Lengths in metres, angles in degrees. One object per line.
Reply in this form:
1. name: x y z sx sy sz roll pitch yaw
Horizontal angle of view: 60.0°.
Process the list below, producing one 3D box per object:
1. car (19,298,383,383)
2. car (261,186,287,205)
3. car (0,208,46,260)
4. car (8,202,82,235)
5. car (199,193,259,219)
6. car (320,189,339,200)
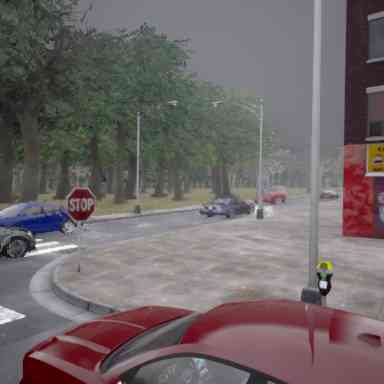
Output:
1. car: 0.477 1.544 2.452 4.507 1.381 1.887 0 1 35
2. car: 8.871 0.335 37.374 2.150 2.045 5.566 1 2 35
3. car: -6.995 1.448 9.960 1.994 1.385 4.181 1 2 35
4. car: -7.279 1.225 14.654 1.882 1.535 5.008 1 2 35
5. car: 2.638 1.048 23.531 2.033 1.411 5.357 1 2 35
6. car: 19.776 0.364 47.668 1.812 1.442 4.674 1 2 35
